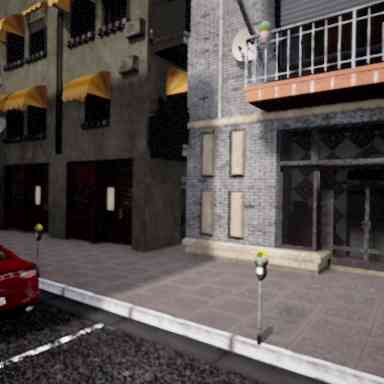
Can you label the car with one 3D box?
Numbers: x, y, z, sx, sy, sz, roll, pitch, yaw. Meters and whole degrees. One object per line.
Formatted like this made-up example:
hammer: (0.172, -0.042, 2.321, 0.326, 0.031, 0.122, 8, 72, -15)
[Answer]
car: (-4.660, 1.466, 6.192, 4.507, 1.381, 1.887, 1, 1, 36)
